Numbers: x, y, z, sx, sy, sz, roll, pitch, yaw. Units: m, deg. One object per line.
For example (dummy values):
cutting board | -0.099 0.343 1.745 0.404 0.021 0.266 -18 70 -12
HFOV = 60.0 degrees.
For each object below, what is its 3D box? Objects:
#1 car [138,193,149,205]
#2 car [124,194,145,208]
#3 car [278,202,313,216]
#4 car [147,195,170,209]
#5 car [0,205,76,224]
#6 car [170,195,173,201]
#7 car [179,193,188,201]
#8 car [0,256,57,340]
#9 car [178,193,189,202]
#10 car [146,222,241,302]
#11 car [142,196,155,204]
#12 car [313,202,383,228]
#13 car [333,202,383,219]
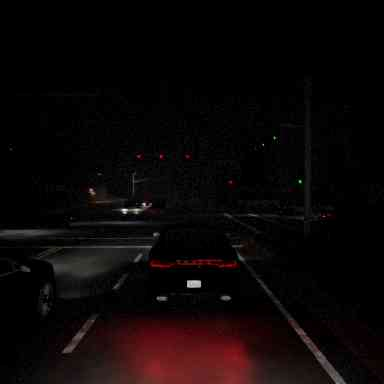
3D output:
car | -8.545 1.221 57.087 2.150 2.045 5.566 0 0 -1
car | -8.307 1.477 47.102 1.882 1.535 5.008 0 0 -1
car | 10.866 1.601 32.336 4.718 1.301 1.895 0 0 -2
car | -4.579 1.491 46.417 2.128 1.511 4.902 0 0 -2
car | -10.946 1.601 23.930 4.718 1.301 1.895 0 0 -3
car | -5.582 1.540 81.029 2.033 1.411 5.357 0 0 -1
car | -2.182 1.225 84.962 2.150 2.045 5.566 0 0 -1
car | -3.468 1.492 4.374 2.128 1.511 4.902 0 0 0
car | -1.900 1.225 74.229 2.150 2.045 5.566 0 0 -1
car | 0.001 1.478 8.365 1.882 1.535 5.008 0 0 -1
car | -8.753 1.564 67.157 1.994 1.385 4.181 0 0 -1
car | 11.078 1.547 21.632 5.357 1.411 2.033 0 0 -2
car | 14.762 1.564 28.946 4.181 1.385 1.994 0 0 -2
